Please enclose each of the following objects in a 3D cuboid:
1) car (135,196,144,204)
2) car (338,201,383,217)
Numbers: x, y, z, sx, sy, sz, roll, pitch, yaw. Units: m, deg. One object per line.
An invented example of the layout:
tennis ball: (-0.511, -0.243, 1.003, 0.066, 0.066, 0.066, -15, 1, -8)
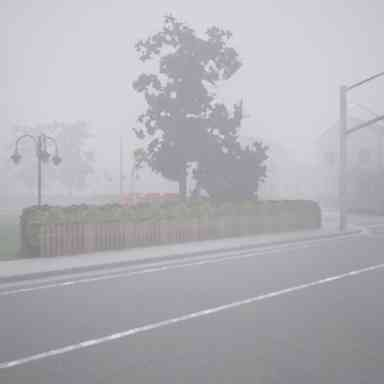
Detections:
car: (-8.740, 1.537, 60.225, 1.837, 1.490, 4.892, 0, 0, -35)
car: (16.025, 1.533, 31.257, 1.994, 1.385, 4.181, 0, 0, -34)
